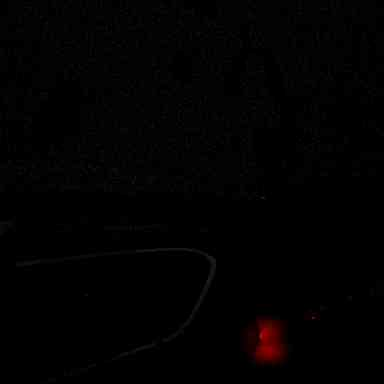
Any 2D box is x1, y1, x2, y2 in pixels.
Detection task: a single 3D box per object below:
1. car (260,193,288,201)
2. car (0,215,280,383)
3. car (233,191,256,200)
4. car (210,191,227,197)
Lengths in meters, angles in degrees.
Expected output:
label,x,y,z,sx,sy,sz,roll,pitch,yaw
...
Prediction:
label,x,y,z,sx,sy,sz,roll,pitch,yaw
car,15.233,0.832,61.841,2.033,1.411,5.357,1,1,-36
car,-1.948,1.222,1.681,5.566,2.045,2.150,0,0,-36
car,10.128,0.651,64.188,1.882,1.535,5.008,1,1,-35
car,6.003,0.393,74.703,1.994,1.385,4.181,1,1,-36
